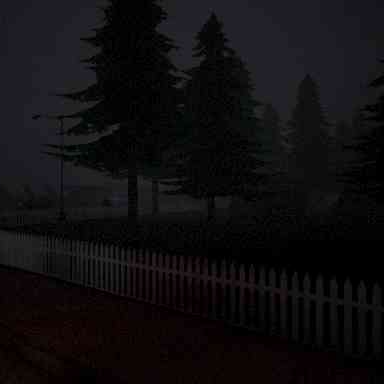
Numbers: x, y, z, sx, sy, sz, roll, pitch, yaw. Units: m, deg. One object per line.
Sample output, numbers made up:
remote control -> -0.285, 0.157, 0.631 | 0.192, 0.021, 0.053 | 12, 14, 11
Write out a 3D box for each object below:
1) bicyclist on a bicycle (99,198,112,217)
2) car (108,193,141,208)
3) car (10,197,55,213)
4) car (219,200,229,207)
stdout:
bicyclist on a bicycle -> -7.200, 1.302, 27.864 | 1.656, 1.620, 0.582 | 0, 0, 34
car -> -9.994, 1.218, 49.491 | 2.150, 2.045, 5.566 | 0, 0, 34
car -> -18.052, 1.352, 37.661 | 2.097, 1.767, 4.553 | 0, 0, 34
car -> 4.278, 1.221, 51.479 | 2.150, 2.045, 5.566 | 0, 0, 34
